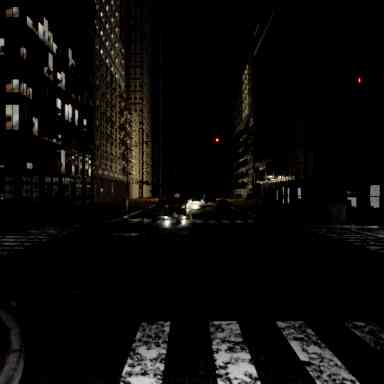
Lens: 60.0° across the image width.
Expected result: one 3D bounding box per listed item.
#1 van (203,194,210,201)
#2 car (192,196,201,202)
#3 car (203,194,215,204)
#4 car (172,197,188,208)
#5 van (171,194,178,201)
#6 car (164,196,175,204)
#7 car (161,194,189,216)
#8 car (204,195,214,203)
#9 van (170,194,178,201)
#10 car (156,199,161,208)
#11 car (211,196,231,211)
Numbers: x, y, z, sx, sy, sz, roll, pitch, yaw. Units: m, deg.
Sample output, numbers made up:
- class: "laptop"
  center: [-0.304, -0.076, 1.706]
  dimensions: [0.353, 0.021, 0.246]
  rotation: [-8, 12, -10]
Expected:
- class: "van"
  center: [3.468, 1.321, 80.479]
  dimensions: [1.690, 1.788, 3.998]
  rotation: [0, 0, 0]
- class: "car"
  center: [0.968, 1.512, 73.228]
  dimensions: [1.812, 1.442, 4.674]
  rotation: [0, 0, 0]
- class: "car"
  center: [3.589, 1.313, 63.896]
  dimensions: [2.192, 1.841, 5.009]
  rotation: [0, 0, 0]
- class: "car"
  center: [-1.707, 1.503, 48.133]
  dimensions: [2.128, 1.511, 4.902]
  rotation: [0, 0, 0]
- class: "van"
  center: [-4.452, 1.315, 85.949]
  dimensions: [1.690, 1.788, 3.998]
  rotation: [0, 0, 0]
- class: "car"
  center: [-4.291, 1.564, 63.839]
  dimensions: [1.947, 1.339, 4.313]
  rotation: [0, 0, 0]
- class: "car"
  center: [-1.599, 1.369, 32.724]
  dimensions: [2.097, 1.767, 4.553]
  rotation: [0, 0, 0]
- class: "car"
  center: [3.549, 1.432, 69.425]
  dimensions: [1.967, 1.590, 4.097]
  rotation: [0, 0, 0]
- class: "van"
  center: [-4.412, 1.321, 80.422]
  dimensions: [1.690, 1.788, 3.998]
  rotation: [0, 0, 0]
- class: "car"
  center: [-4.170, 1.592, 47.257]
  dimensions: [1.802, 1.307, 4.206]
  rotation: [0, 0, 0]
- class: "car"
  center: [3.800, 1.579, 41.788]
  dimensions: [1.947, 1.339, 4.313]
  rotation: [0, 0, 0]
